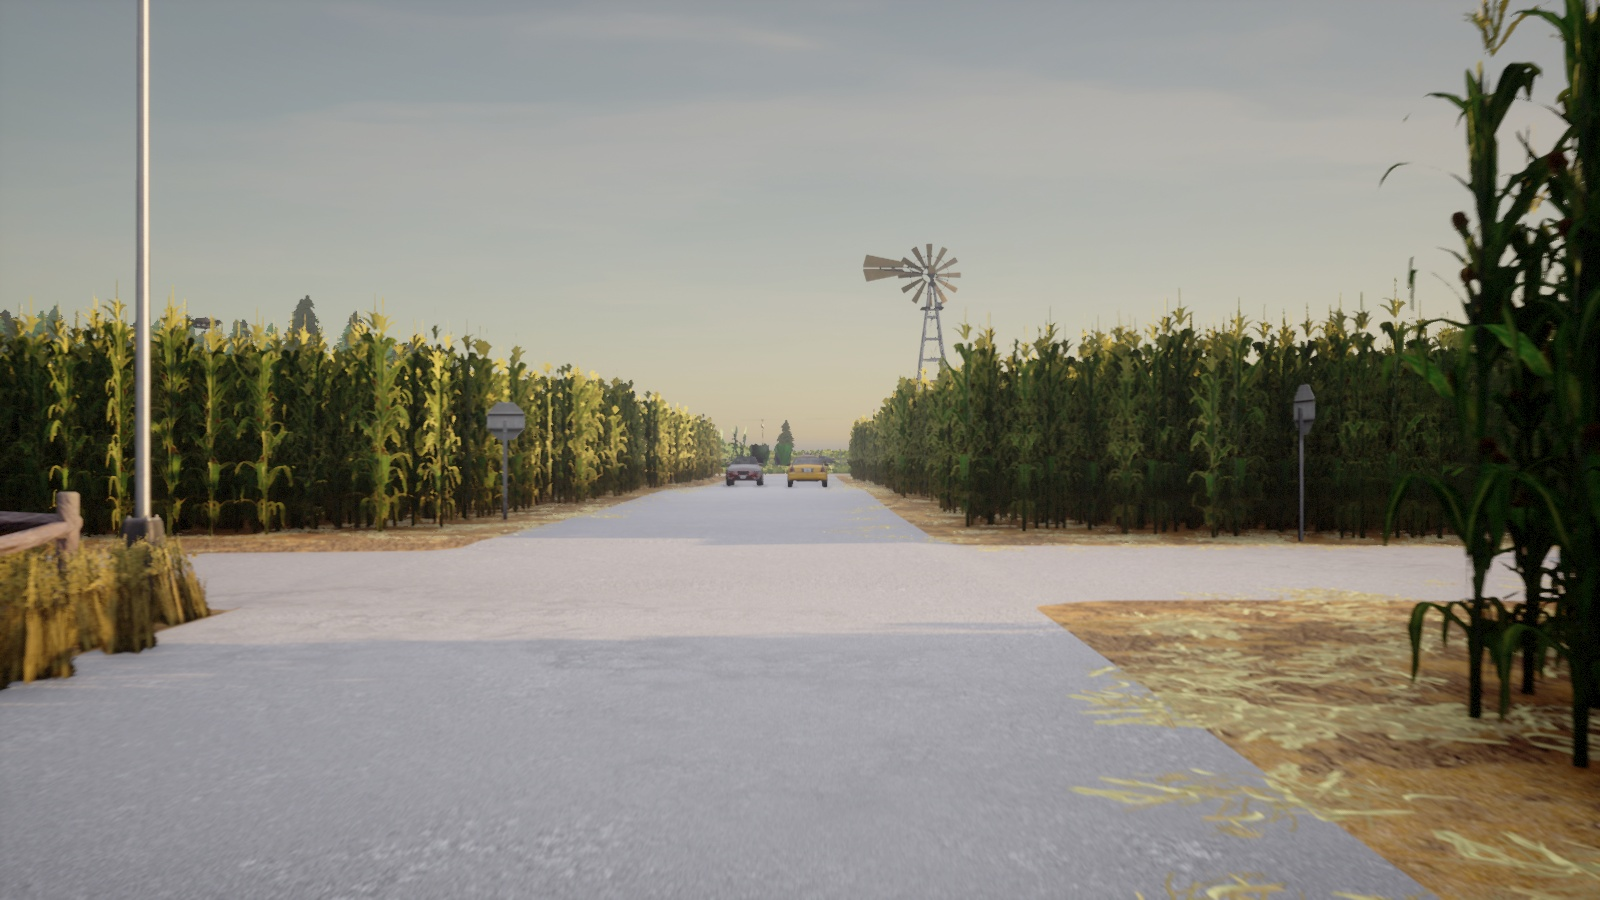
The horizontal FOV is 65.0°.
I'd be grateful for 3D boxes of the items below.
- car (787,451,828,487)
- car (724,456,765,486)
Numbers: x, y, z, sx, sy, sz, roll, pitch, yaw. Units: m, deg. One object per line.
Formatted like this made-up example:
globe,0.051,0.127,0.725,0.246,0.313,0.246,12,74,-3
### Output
car,0.343,0.890,57.764,1.801,1.575,5.366,0,-1,0
car,-2.732,1.036,62.315,1.816,1.474,4.193,0,-1,0
